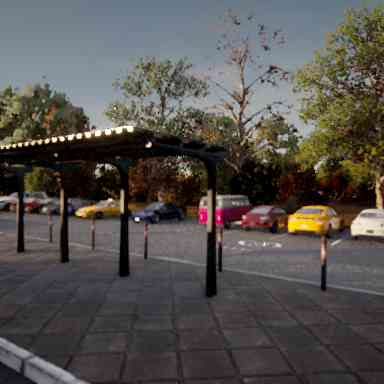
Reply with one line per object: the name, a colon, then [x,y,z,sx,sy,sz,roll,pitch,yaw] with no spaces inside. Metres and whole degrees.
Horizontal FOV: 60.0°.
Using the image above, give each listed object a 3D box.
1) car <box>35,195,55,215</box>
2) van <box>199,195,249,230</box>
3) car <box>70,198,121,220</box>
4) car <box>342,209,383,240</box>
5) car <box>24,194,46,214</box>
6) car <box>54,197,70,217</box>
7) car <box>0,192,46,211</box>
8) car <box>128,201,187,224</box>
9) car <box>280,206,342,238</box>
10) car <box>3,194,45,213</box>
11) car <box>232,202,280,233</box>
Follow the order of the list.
car: [-11.338,1.321,30.716,2.231,1.521,4.892,1,0,35]
van: [2.314,1.222,21.178,1.878,1.987,4.442,1,0,35]
car: [-6.920,1.360,27.351,1.946,1.575,5.366,1,0,35]
car: [9.039,1.553,16.268,2.002,1.452,4.674,1,0,35]
car: [-13.603,1.299,32.320,2.097,1.535,5.008,1,0,35]
car: [-9.061,1.371,29.131,2.163,1.488,4.792,1,0,35]
car: [-18.151,1.005,35.501,2.435,2.045,5.566,1,0,35]
car: [-2.300,1.435,24.269,2.163,1.488,4.792,1,0,35]
car: [6.773,1.491,17.870,2.097,1.535,5.008,1,0,35]
car: [-15.868,1.278,33.925,2.097,1.535,5.008,1,0,35]
car: [4.507,1.509,19.478,2.002,1.452,4.674,1,0,35]
